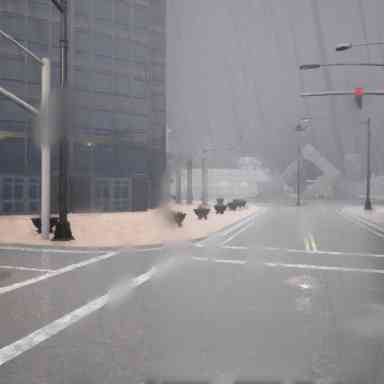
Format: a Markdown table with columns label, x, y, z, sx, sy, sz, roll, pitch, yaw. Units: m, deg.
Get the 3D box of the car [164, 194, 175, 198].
| label | x | y | z | sx | sy | sz | roll | pitch | yaw |
| --- | --- | --- | --- | --- | --- | --- | --- | --- | --- |
| car | -6.650 | 1.142 | 90.871 | 5.357 | 1.411 | 2.033 | 0 | 0 | 14 |
